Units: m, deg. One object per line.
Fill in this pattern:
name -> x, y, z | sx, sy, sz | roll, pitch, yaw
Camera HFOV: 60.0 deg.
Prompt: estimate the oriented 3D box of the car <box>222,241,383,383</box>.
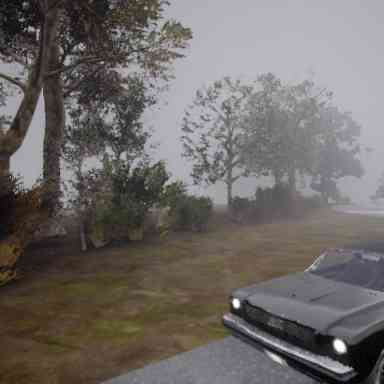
car -> 2.744, 1.514, 4.984 | 4.718, 1.301, 1.895 | -1, 1, -35
